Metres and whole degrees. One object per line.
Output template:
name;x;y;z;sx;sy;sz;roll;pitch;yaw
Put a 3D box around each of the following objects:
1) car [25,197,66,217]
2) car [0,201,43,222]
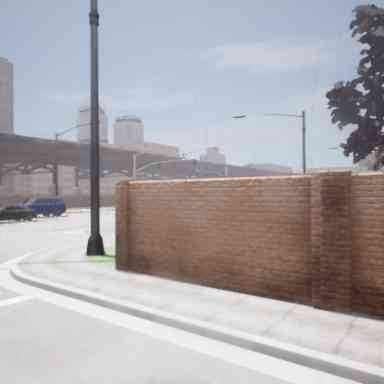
car;-15.142;1.488;32.585;2.150;2.045;5.566;-1;0;36
car;-14.973;1.763;26.868;1.812;1.442;4.674;-1;0;36
